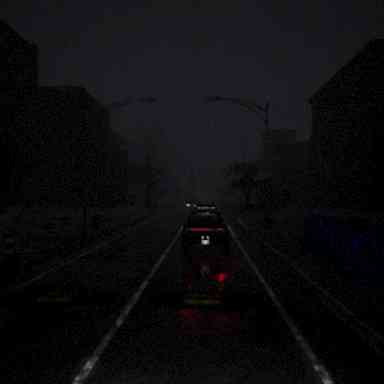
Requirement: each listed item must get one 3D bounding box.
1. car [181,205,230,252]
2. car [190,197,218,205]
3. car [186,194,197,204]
[{"bbox_3d":[0.581,1.554,14.201,2.128,1.511,4.902,0,0,3],"label":"car"},{"bbox_3d":[1.229,1.483,29.183,2.128,1.511,4.902,0,0,3],"label":"car"},{"bbox_3d":[0.030,1.528,70.935,2.150,2.045,5.566,0,0,2],"label":"car"}]
